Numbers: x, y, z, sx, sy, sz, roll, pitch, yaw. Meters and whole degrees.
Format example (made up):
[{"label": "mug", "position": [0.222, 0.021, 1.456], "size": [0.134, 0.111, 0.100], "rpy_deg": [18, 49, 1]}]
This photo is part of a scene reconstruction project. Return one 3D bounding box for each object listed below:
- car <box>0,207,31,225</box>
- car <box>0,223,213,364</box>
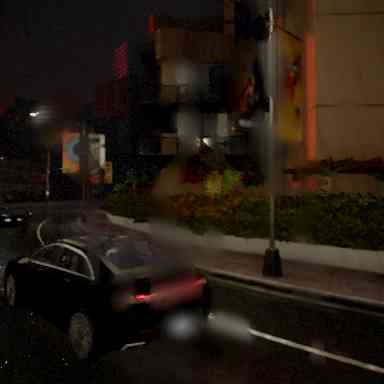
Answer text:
[{"label": "car", "position": [-11.622, 1.693, 21.598], "size": [2.033, 1.411, 5.357], "rpy_deg": [0, 0, -23]}, {"label": "car", "position": [-1.829, 1.535, 6.051], "size": [2.128, 1.511, 4.902], "rpy_deg": [0, 0, -45]}]
